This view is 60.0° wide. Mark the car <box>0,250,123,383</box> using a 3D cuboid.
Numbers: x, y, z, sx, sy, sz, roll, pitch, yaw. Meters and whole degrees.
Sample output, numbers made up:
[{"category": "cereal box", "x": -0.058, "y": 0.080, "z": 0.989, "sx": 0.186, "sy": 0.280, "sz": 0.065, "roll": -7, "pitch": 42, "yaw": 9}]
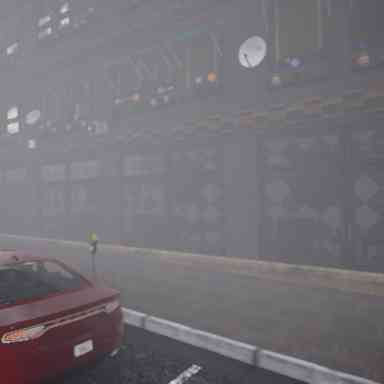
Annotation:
[{"category": "car", "x": -2.976, "y": 1.536, "z": 4.869, "sx": 4.507, "sy": 1.381, "sz": 1.887, "roll": 0, "pitch": -1, "yaw": 36}]
